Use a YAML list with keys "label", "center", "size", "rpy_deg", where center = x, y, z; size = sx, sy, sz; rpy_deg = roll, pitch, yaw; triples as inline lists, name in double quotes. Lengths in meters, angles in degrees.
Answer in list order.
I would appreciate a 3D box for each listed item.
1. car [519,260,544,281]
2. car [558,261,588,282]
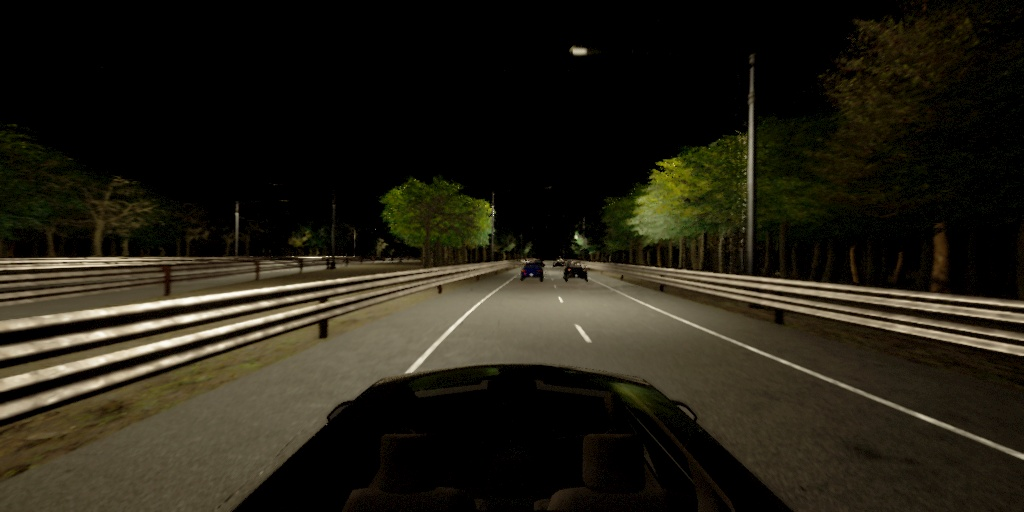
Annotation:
- label: "car"
  center: [1.744, 1.305, 30.487]
  size: [1.812, 1.442, 4.674]
  rpy_deg: [1, 0, 5]
- label: "car"
  center: [5.221, 1.307, 30.102]
  size: [2.128, 1.511, 4.902]
  rpy_deg: [1, 0, 5]
